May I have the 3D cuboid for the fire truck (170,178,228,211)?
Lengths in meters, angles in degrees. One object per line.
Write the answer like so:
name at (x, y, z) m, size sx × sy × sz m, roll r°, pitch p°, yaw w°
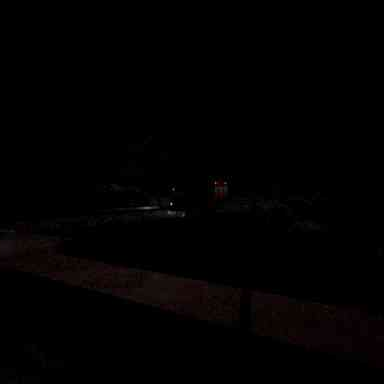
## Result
fire truck at (1.017, 0.154, 39.489) m, size 2.891 × 3.827 × 8.468 m, roll 0°, pitch 0°, yaw 35°
